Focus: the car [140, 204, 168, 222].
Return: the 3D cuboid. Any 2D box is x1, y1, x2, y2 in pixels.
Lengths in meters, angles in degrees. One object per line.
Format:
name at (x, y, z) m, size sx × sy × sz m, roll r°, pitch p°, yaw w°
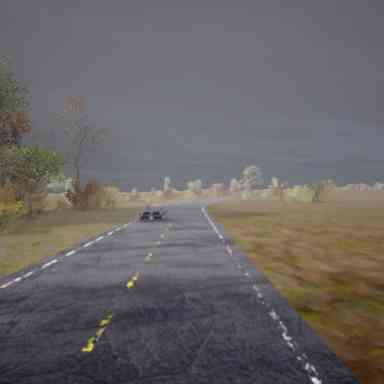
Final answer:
car at (-3.064, 1.664, 27.312) m, size 1.895 × 1.301 × 4.718 m, roll 0°, pitch 0°, yaw 0°
